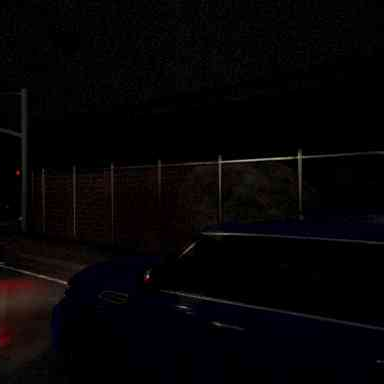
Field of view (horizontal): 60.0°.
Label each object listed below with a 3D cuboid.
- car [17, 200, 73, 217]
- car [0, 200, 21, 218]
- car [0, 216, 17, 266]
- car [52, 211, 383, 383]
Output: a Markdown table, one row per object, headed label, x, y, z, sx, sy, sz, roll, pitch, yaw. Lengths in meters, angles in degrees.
| label | x | y | z | sx | sy | sz | roll | pitch | yaw |
| --- | --- | --- | --- | --- | --- | --- | --- | --- | --- |
| car | -14.648 | 1.560 | 33.501 | 1.837 | 1.490 | 4.892 | 0 | 0 | 35 |
| car | -15.710 | 1.603 | 25.238 | 2.033 | 1.411 | 5.357 | 0 | 0 | 34 |
| car | -7.061 | 1.492 | 9.027 | 4.902 | 1.511 | 2.128 | 0 | 0 | 33 |
| car | 0.953 | 1.221 | 3.310 | 5.566 | 2.045 | 2.150 | 0 | 0 | 35 |
